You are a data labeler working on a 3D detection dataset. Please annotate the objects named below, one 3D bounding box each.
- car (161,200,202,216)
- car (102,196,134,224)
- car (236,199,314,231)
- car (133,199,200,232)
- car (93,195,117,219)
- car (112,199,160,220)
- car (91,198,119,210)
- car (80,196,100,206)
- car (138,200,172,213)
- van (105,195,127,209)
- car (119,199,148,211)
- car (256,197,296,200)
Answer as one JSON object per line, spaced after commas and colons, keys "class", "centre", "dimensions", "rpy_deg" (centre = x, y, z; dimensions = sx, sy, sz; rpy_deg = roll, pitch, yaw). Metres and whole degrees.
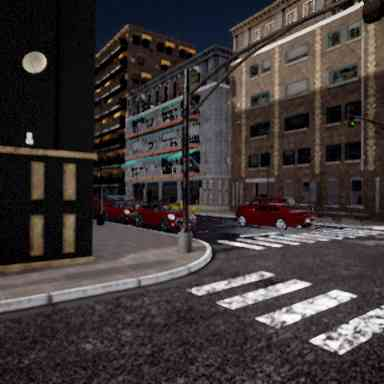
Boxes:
{"class": "car", "centre": [-1.142, 1.515, 33.143], "dimensions": [1.752, 1.417, 4.829], "rpy_deg": [1, -1, -35]}
{"class": "car", "centre": [-4.661, 1.322, 23.629], "dimensions": [1.967, 1.590, 4.097], "rpy_deg": [1, -1, -35]}
{"class": "car", "centre": [4.858, 1.415, 20.060], "dimensions": [1.882, 1.535, 5.008], "rpy_deg": [1, -1, -35]}
{"class": "car", "centre": [-1.449, 1.311, 19.110], "dimensions": [1.967, 1.590, 4.097], "rpy_deg": [1, 0, -35]}
{"class": "car", "centre": [-7.871, 1.208, 28.149], "dimensions": [2.192, 1.841, 5.009], "rpy_deg": [1, -1, -35]}
{"class": "car", "centre": [-4.936, 1.411, 28.490], "dimensions": [2.128, 1.511, 4.902], "rpy_deg": [1, -1, -35]}
{"class": "car", "centre": [-11.299, 1.501, 42.793], "dimensions": [1.837, 1.490, 4.892], "rpy_deg": [1, -1, -35]}
{"class": "car", "centre": [-17.106, 1.503, 55.605], "dimensions": [1.967, 1.590, 4.097], "rpy_deg": [1, -1, -35]}
{"class": "car", "centre": [-4.256, 1.567, 37.524], "dimensions": [1.947, 1.339, 4.313], "rpy_deg": [1, -1, -35]}
{"class": "van", "centre": [-10.681, 1.369, 46.567], "dimensions": [1.690, 1.788, 3.998], "rpy_deg": [1, -1, -35]}
{"class": "car", "centre": [-7.469, 1.558, 42.044], "dimensions": [1.887, 1.381, 4.507], "rpy_deg": [1, -1, -35]}
{"class": "car", "centre": [5.384, 1.282, 23.964], "dimensions": [2.192, 1.841, 5.009], "rpy_deg": [1, -1, -35]}
